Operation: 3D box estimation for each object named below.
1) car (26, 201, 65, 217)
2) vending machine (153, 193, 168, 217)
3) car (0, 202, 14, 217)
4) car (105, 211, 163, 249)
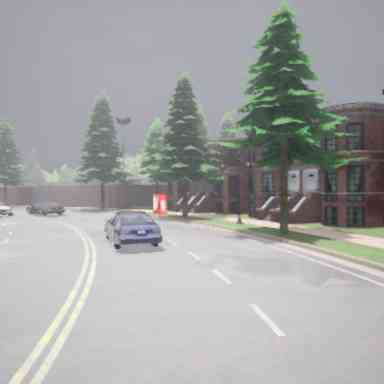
[{"bbox_3d":[-14.586,1.624,33.022,5.357,1.411,2.033,0,0,43],"label":"car"},{"bbox_3d":[-2.963,1.186,30.907,1.100,2.100,0.880,0,0,-36],"label":"vending machine"},{"bbox_3d":[-18.706,1.635,31.694,4.674,1.442,1.812,0,0,41],"label":"car"},{"bbox_3d":[-2.749,1.553,14.821,2.033,1.411,5.357,0,0,-20],"label":"car"}]
